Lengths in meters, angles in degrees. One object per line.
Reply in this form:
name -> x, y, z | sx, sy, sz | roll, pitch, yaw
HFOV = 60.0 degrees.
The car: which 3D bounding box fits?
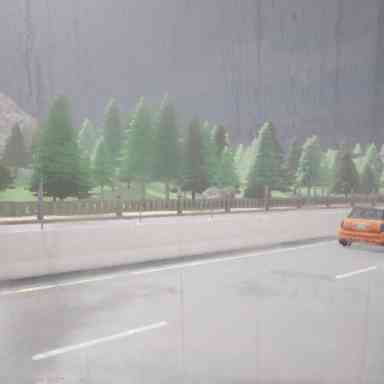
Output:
car -> 8.244, 1.367, 14.049 | 4.553, 1.767, 2.097 | 0, 0, -35
